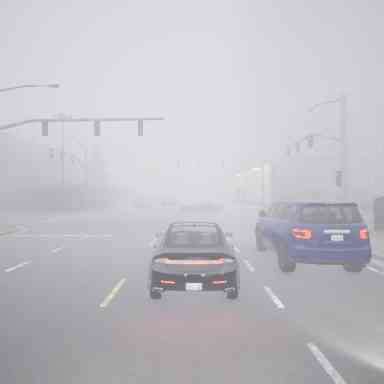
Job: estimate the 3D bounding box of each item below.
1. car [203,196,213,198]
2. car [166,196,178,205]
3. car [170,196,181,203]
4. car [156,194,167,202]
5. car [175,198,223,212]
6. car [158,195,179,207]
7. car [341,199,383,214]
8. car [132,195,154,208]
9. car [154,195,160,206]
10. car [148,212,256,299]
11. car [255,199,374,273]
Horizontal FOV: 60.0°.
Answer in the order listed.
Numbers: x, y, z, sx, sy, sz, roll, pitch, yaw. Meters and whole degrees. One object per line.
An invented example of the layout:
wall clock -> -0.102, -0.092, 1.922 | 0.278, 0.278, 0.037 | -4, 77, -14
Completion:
car -> 3.472, 1.525, 73.062 | 2.128, 1.511, 4.902 | 0, 0, 0
car -> -3.594, 1.505, 61.505 | 1.837, 1.490, 4.892 | 0, 0, 1
car -> -3.530, 1.540, 71.904 | 2.033, 1.411, 5.357 | 0, 0, 0
car -> -7.031, 1.355, 76.483 | 2.097, 1.767, 4.553 | 0, 0, 0
car -> 0.853, 1.627, 35.624 | 4.718, 1.301, 1.895 | 0, 0, 0
car -> -3.608, 1.547, 51.909 | 2.033, 1.411, 5.357 | 0, 0, 0
car -> 18.851, 1.560, 35.669 | 4.892, 1.490, 1.837 | 0, 0, 0
car -> -7.165, 1.352, 47.291 | 2.097, 1.767, 4.553 | 0, 0, 2
car -> -7.108, 1.352, 56.115 | 2.097, 1.767, 4.553 | 0, 0, 0
car -> 0.053, 1.492, 8.417 | 2.128, 1.511, 4.902 | 0, 0, 0
car -> 3.567, 1.221, 10.862 | 2.150, 2.045, 5.566 | 0, 0, 0
